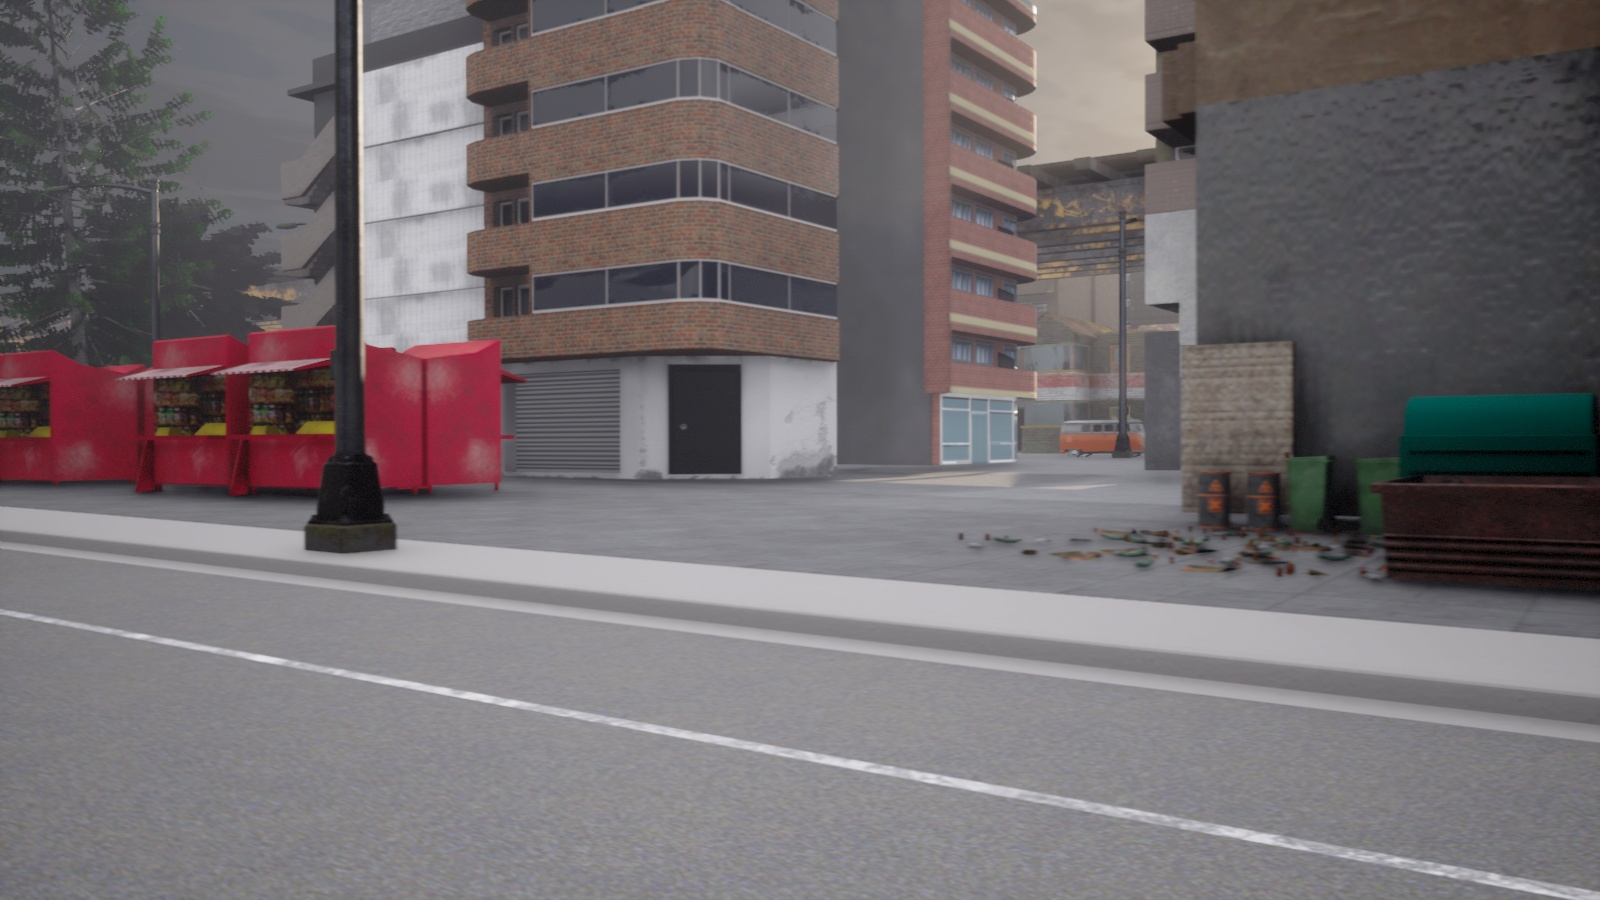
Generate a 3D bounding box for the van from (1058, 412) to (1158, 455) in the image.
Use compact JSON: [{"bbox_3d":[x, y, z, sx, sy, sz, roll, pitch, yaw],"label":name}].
[{"bbox_3d":[15.196,-0.782,61.995,4.442,1.987,1.775,-1,0,34],"label":"van"}]
